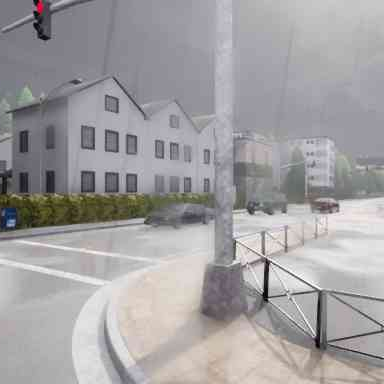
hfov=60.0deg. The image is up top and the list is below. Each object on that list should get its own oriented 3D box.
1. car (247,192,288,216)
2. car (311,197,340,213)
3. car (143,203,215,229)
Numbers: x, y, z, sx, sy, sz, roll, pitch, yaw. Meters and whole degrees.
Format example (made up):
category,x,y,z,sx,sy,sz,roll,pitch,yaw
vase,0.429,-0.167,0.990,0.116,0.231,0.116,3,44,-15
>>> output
category,x,y,z,sx,sy,sz,roll,pitch,yaw
car,7.116,1.033,30.950,2.150,2.045,5.566,0,0,36
car,13.516,1.289,33.608,1.882,1.535,5.008,0,0,35
car,-0.511,1.360,20.206,2.033,1.411,5.357,0,0,35
